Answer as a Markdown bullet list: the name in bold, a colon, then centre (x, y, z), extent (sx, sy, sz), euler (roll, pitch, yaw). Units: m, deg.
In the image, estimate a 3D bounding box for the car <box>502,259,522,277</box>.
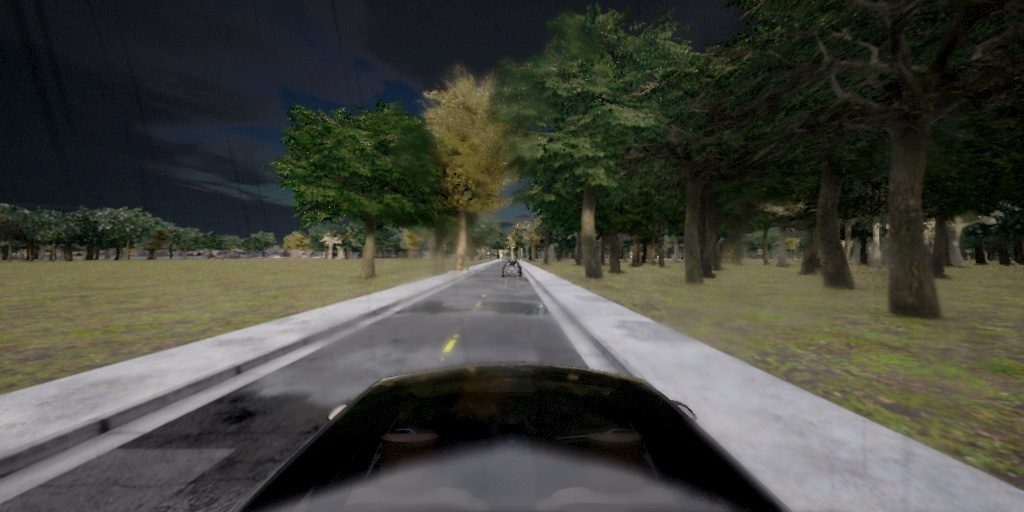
- **car**: centre (0.005, 1.264, 35.144), extent (2.033, 1.649, 4.856), euler (0, -1, 0)
